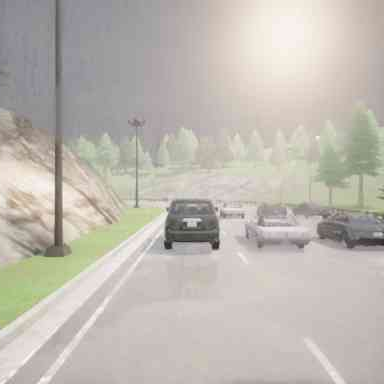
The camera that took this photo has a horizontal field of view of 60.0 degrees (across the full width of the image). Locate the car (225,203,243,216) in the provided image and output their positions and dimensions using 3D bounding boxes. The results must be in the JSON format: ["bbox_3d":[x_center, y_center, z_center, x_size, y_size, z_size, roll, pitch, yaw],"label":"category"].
[{"bbox_3d":[3.500,1.614,29.555,1.895,1.301,4.718,0,0,0],"label":"car"}]

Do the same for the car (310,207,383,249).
[{"bbox_3d":[7.000,1.570,14.525,1.994,1.385,4.181,0,0,0],"label":"car"}]

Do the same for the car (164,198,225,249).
[{"bbox_3d":[0.000,1.255,14.555,2.150,2.045,5.566,0,0,0],"label":"car"}]

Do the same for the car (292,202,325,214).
[{"bbox_3d":[10.500,1.561,29.524,2.033,1.411,5.357,0,0,0],"label":"car"}]

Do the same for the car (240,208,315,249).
[{"bbox_3d":[3.500,1.613,14.555,1.895,1.301,4.718,0,0,0],"label":"car"}]

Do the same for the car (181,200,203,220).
[{"bbox_3d":[0.000,1.530,29.524,1.812,1.442,4.674,0,0,0],"label":"car"}]

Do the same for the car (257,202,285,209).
[{"bbox_3d":[7.000,1.570,29.525,1.994,1.385,4.181,0,0,0],"label":"car"}]
